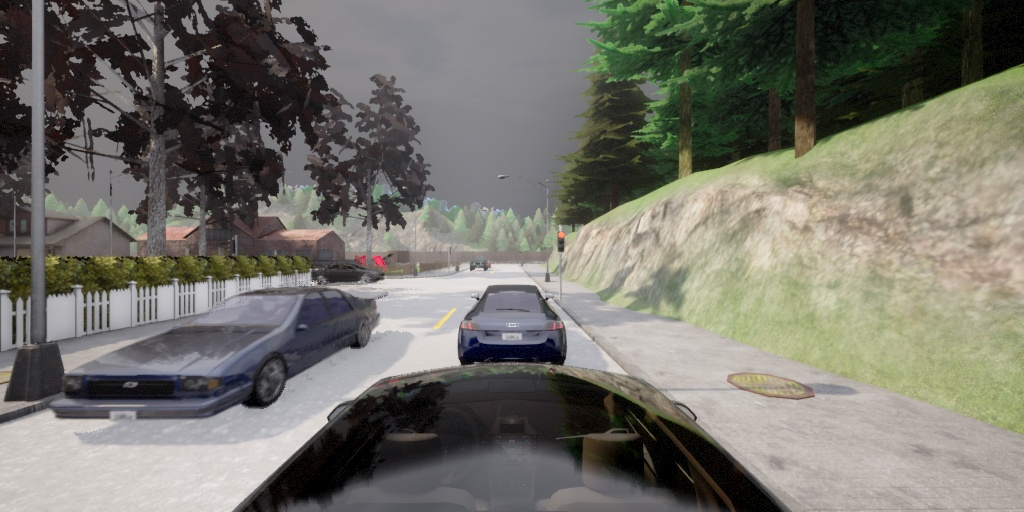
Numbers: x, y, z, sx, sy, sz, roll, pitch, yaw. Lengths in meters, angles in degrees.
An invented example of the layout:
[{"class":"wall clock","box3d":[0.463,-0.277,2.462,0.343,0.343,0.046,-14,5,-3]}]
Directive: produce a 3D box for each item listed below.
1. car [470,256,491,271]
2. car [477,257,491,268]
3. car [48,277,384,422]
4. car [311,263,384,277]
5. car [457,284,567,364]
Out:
[{"class":"car","box3d":[-4.513,0.972,49.473,2.150,2.045,5.566,0,0,0]},{"class":"car","box3d":[-4.579,1.102,59.301,2.097,1.767,4.553,0,0,0]},{"class":"car","box3d":[-4.094,1.297,6.436,2.033,1.411,5.357,0,0,0]},{"class":"car","box3d":[-11.656,1.257,25.465,4.892,1.490,1.837,-1,1,-6]},{"class":"car","box3d":[0.008,1.314,7.986,1.994,1.385,4.181,0,0,0]}]
